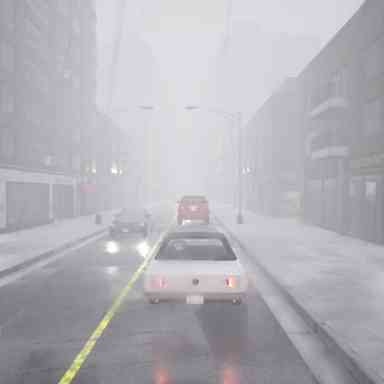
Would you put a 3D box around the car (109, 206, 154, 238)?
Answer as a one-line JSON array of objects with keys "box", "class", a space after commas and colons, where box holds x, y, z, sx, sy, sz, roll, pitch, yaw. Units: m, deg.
[{"box": [-3.093, 1.525, 17.809, 1.812, 1.442, 4.674, 0, 0, 0], "class": "car"}]

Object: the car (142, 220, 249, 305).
[{"box": [0.093, 1.600, 8.037, 1.895, 1.301, 4.718, 0, 0, 1], "class": "car"}]

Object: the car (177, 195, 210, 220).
[{"box": [0.092, 1.222, 24.172, 2.150, 2.045, 5.566, 0, 0, 0], "class": "car"}]
